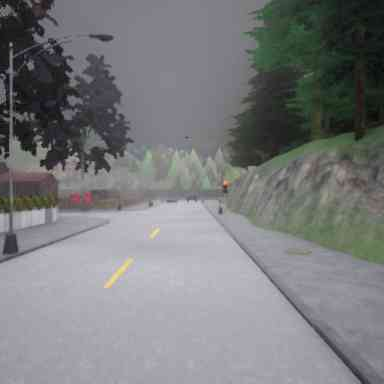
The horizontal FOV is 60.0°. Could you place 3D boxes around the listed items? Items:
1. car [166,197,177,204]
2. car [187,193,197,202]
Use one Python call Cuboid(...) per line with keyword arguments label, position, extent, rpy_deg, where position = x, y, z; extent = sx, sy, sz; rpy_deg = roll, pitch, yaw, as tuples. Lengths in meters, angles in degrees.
Cuboid(label="car", position=(-3.999, 1.640, 66.003), extent=(1.994, 1.385, 4.181), rpy_deg=(0, 0, 0))
Cuboid(label="car", position=(0.013, 1.230, 75.782), extent=(2.150, 2.045, 5.566), rpy_deg=(0, 0, 0))
